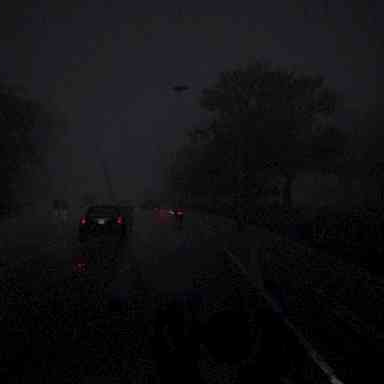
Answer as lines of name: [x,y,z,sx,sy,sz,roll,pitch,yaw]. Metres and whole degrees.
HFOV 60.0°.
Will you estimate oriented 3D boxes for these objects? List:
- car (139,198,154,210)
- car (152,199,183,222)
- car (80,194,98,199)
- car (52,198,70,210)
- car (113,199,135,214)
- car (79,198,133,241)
car: [-5.561,1.524,42.461,2.128,1.511,4.902,0,0,-16]
car: [-1.851,1.567,26.445,2.033,1.411,5.357,0,0,-9]
car: [-14.613,1.250,47.144,2.150,2.045,5.566,0,0,-20]
car: [-17.100,1.510,43.587,2.128,1.511,4.902,0,0,-19]
car: [-7.520,1.517,36.473,2.128,1.511,4.902,0,0,-14]
car: [-4.232,1.365,16.985,2.097,1.767,4.553,0,0,-5]
